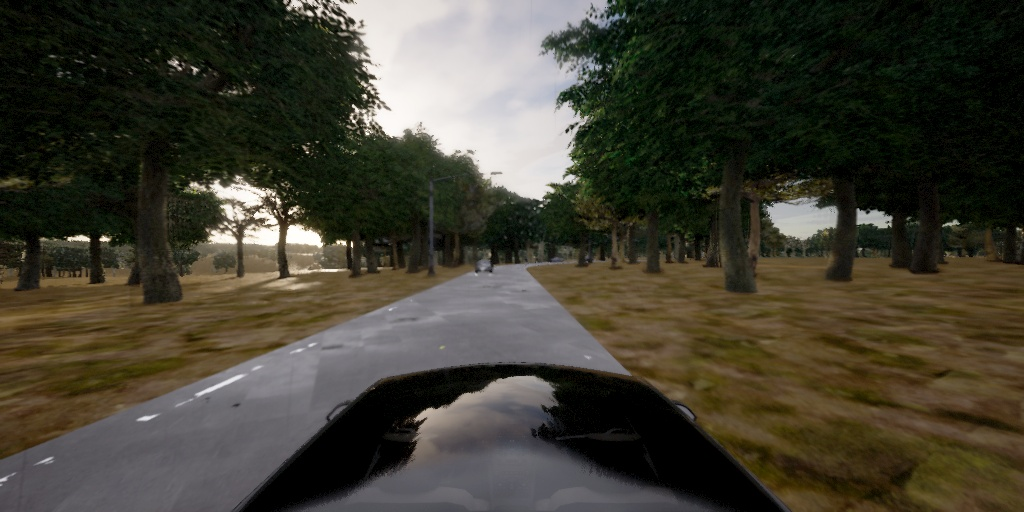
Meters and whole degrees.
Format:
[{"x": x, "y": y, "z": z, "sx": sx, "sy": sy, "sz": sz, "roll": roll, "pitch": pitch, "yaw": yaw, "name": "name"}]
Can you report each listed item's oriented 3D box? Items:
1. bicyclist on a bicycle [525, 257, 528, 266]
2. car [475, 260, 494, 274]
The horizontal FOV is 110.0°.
[{"x": 2.633, "y": 1.021, "z": 65.306, "sx": 0.659, "sy": 1.776, "sz": 1.843, "roll": 0, "pitch": 1, "yaw": 14, "name": "bicyclist on a bicycle"}, {"x": -3.093, "y": 1.215, "z": 40.497, "sx": 2.128, "sy": 1.511, "sz": 4.902, "roll": 0, "pitch": 0, "yaw": 0, "name": "car"}]
